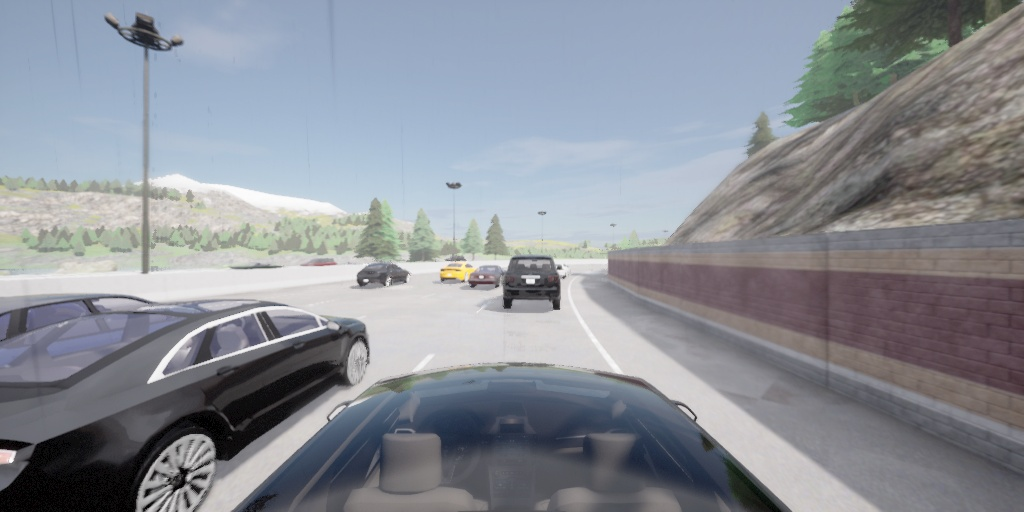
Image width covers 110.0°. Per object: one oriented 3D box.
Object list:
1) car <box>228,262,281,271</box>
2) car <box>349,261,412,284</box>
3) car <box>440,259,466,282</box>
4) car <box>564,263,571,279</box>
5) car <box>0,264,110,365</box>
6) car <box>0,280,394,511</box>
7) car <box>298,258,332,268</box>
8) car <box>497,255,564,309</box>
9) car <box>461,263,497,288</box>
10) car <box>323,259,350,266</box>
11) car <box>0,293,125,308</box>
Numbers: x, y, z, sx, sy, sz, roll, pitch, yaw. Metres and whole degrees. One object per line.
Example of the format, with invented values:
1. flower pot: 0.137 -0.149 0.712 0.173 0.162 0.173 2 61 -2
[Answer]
1. car: -27.194 1.269 37.986 1.895 1.301 4.718 0 0 14
2. car: -8.405 1.231 23.933 1.837 1.490 4.892 0 0 9
3. car: -4.053 1.218 28.296 1.882 1.535 5.008 0 0 11
4. car: 4.210 1.294 33.082 1.812 1.442 4.674 0 0 14
5. car: -10.217 1.070 5.862 2.097 1.767 4.553 0 0 2
6. car: -3.282 1.231 4.019 2.128 1.511 4.902 0 0 1
7. car: -22.602 1.034 41.838 2.097 1.767 4.553 0 0 16
8. car: 0.935 0.976 15.180 2.150 2.045 5.566 0 0 6
9. car: -1.395 1.296 23.738 2.033 1.411 5.357 0 0 10
10. car: -19.061 1.295 41.630 1.895 1.301 4.718 0 0 16
11. car: -6.792 1.276 5.416 2.033 1.411 5.357 0 0 2
